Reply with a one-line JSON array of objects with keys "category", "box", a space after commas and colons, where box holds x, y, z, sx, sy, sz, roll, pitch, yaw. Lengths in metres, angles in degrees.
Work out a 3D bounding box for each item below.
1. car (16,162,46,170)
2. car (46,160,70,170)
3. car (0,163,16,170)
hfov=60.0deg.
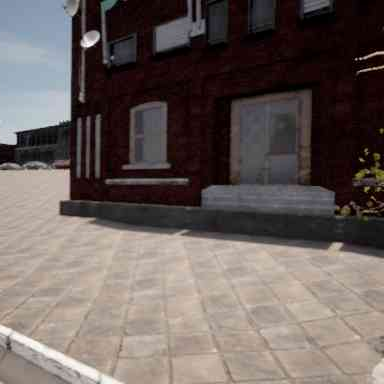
[{"category": "car", "box": [-20.988, -3.365, 45.296, 4.892, 1.521, 2.231, 1, 1, 27]}, {"category": "car", "box": [-15.907, -3.368, 42.854, 4.553, 1.767, 2.185, 1, 1, 26]}, {"category": "car", "box": [-25.821, -3.426, 47.753, 4.674, 1.452, 2.002, 1, 1, 28]}]
